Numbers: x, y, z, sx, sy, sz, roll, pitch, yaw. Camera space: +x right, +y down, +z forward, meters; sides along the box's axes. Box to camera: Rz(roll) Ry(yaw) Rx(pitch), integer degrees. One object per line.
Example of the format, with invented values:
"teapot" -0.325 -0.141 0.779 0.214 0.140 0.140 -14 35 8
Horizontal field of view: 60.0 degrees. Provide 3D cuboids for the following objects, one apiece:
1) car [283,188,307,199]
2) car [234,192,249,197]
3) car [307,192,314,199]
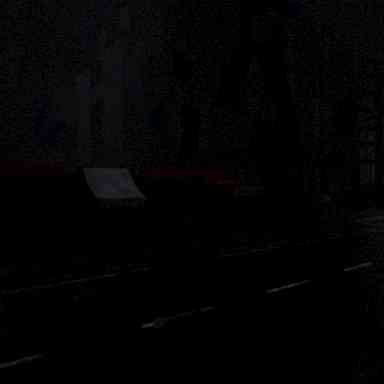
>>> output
"car" 17.293 0.314 57.743 1.905 1.878 3.866 -1 1 -35
"car" 5.764 0.836 39.239 2.097 1.767 4.553 -1 1 -36
"car" 19.689 0.265 59.449 1.905 1.878 3.866 -1 1 -35
